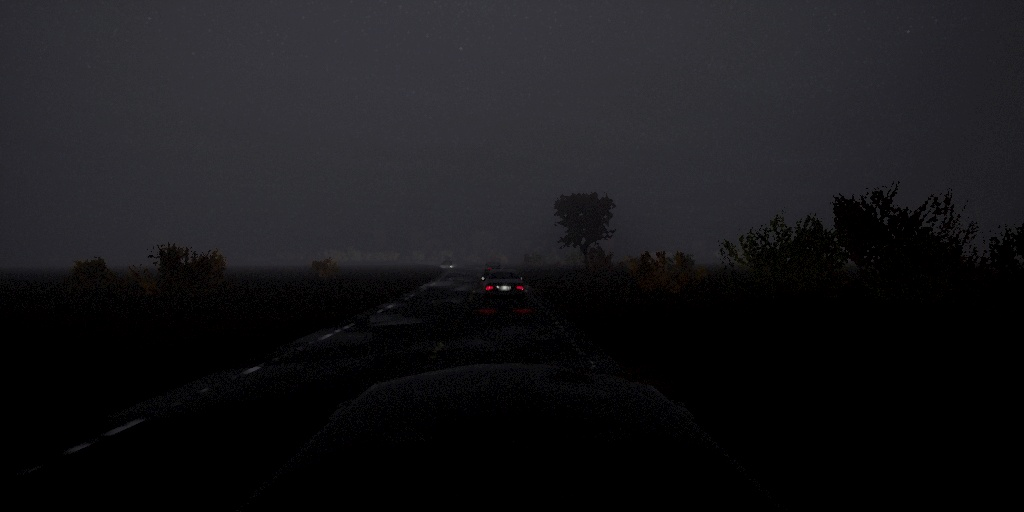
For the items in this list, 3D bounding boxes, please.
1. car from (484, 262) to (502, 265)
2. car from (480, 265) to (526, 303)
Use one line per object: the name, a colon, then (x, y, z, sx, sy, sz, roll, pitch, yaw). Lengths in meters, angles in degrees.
car: (-1.710, 1.247, 31.645, 2.128, 1.511, 4.902, 0, 0, -6)
car: (-0.429, 1.312, 16.616, 2.033, 1.411, 5.357, 0, 0, -3)
